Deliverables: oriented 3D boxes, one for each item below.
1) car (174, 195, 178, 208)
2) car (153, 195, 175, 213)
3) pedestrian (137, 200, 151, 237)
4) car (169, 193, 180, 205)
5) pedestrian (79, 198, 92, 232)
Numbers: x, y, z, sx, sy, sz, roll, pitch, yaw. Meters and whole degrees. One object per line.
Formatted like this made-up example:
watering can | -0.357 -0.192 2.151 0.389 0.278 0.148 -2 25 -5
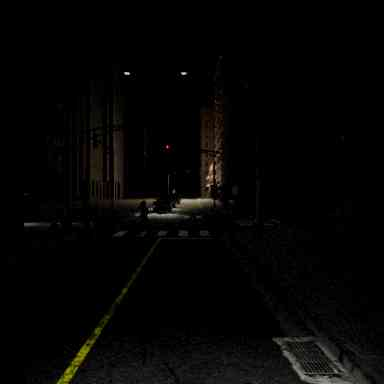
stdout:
car | -3.321 1.528 47.775 1.812 1.442 4.674 0 0 0
car | -3.274 1.479 37.812 1.882 1.535 5.008 0 0 0
pedestrian | -2.378 1.294 16.589 0.375 1.860 0.375 0 0 0
car | -3.340 1.224 60.839 2.150 2.045 5.566 0 0 2
pedestrian | -5.462 1.143 17.173 0.375 1.860 0.375 0 0 0
